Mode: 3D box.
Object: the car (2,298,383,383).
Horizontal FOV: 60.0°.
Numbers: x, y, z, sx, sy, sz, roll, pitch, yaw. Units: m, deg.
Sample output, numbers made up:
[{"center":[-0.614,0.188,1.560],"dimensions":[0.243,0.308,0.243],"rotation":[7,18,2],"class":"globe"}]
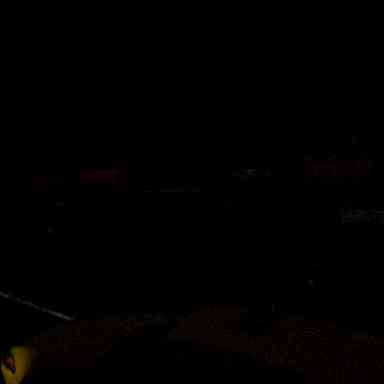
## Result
[{"center":[0.296,1.525,2.618],"dimensions":[4.829,1.417,1.752],"rotation":[0,-1,36],"class":"car"}]
